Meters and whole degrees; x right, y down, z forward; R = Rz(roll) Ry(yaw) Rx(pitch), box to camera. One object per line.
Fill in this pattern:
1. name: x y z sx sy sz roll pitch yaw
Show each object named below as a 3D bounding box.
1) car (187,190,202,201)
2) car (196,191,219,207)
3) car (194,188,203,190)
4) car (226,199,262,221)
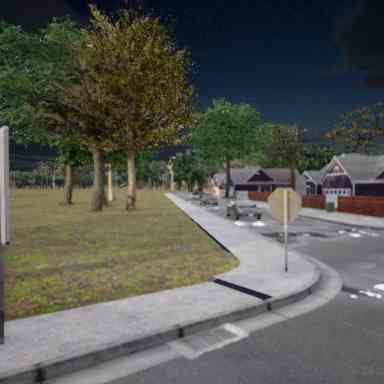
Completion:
1. car: 0.178 0.802 59.539 1.812 1.442 4.674 -1 1 -6
2. car: 2.060 1.018 41.177 1.837 1.490 4.892 -1 1 -6
3. car: 1.297 0.189 74.774 2.150 2.045 5.566 -1 1 -6
4. car: 3.795 1.264 25.067 1.812 1.442 4.674 -1 1 -6
